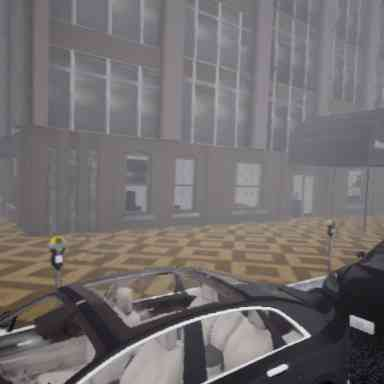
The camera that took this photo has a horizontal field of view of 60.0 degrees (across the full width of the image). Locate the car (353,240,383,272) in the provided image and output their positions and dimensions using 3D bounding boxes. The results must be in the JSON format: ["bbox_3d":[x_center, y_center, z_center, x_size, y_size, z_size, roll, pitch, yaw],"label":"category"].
[{"bbox_3d":[4.096,1.450,5.768,4.313,1.339,1.947,1,3,-35],"label":"car"}]

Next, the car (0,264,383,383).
[{"bbox_3d":[-0.536,1.383,2.474,4.403,1.369,2.008,1,3,-35],"label":"car"}]
